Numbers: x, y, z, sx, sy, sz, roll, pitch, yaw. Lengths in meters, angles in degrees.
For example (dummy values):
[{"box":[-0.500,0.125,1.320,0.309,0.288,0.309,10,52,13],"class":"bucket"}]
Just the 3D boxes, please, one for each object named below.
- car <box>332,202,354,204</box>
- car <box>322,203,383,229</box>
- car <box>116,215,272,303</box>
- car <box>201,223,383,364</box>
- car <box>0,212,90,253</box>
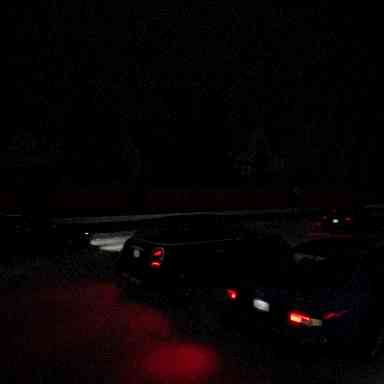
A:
[{"box":[11.843,1.505,25.296,4.892,1.490,1.837,0,0,-36],"class":"car"},{"box":[9.391,1.564,19.192,4.181,1.385,1.994,0,0,-36],"class":"car"},{"box":[0.518,1.353,8.444,4.553,1.767,2.097,0,0,-36],"class":"car"},{"box":[2.942,1.547,5.870,5.357,1.411,2.033,0,0,-36],"class":"car"},{"box":[-6.249,1.502,12.193,4.892,1.490,1.837,1,0,-36],"class":"car"}]
